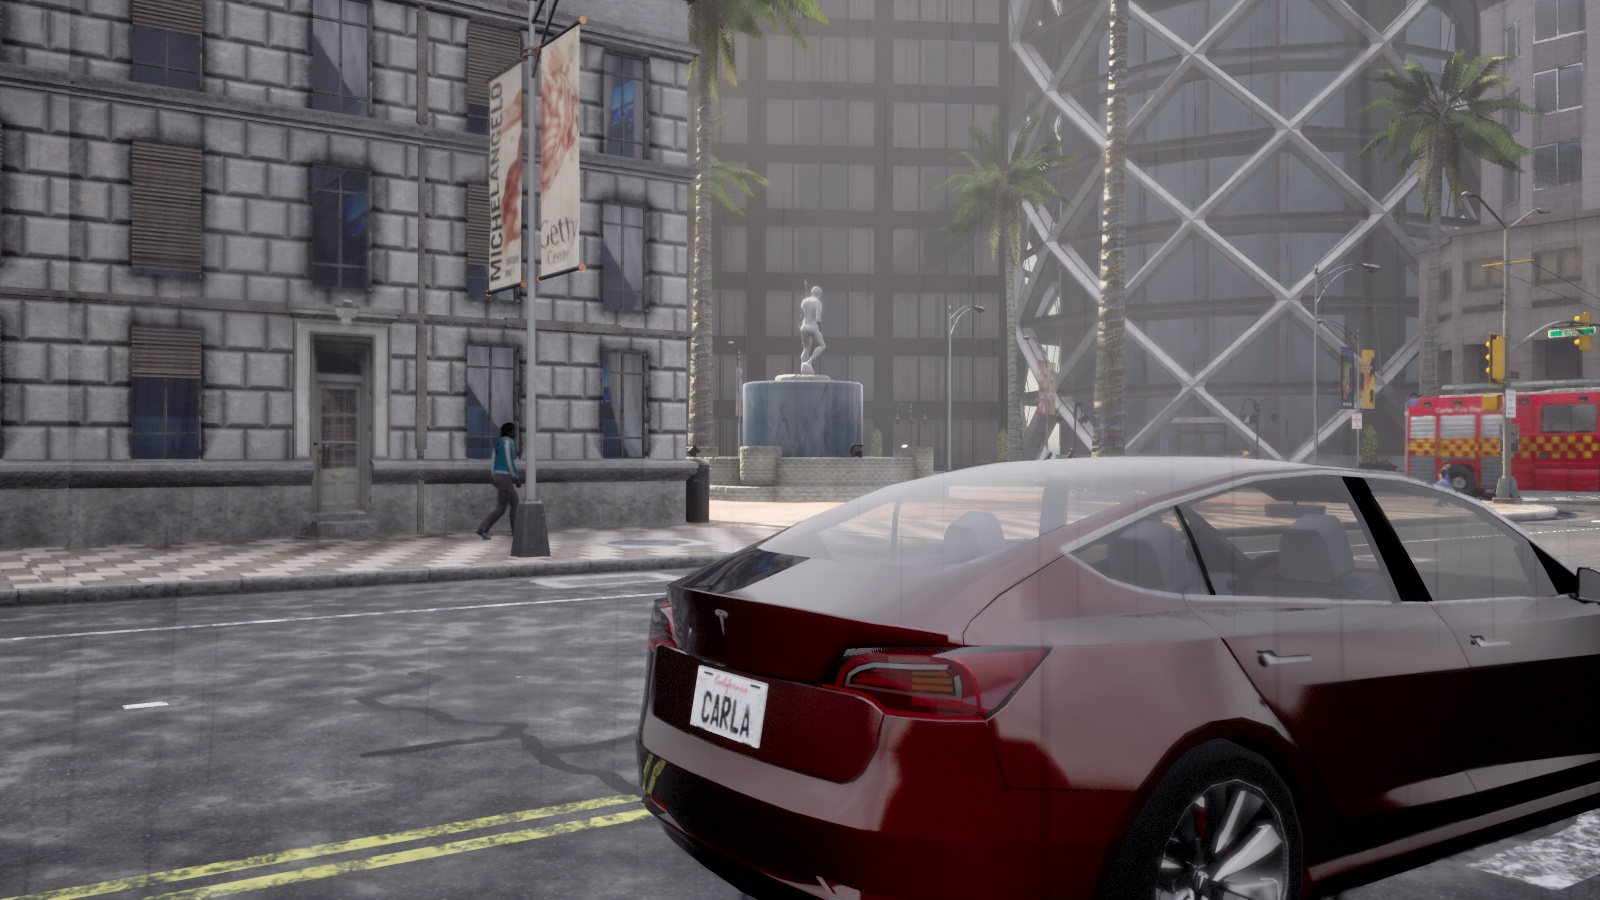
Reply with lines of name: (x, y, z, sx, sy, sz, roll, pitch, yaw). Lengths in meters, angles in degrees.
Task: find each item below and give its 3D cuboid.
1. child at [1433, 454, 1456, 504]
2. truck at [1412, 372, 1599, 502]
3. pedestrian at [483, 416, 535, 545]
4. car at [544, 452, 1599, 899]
child: (16.387, 0.725, 31.928, 0.270, 1.263, 0.437, 0, 0, -35)
truck: (23.873, -0.375, 38.926, 2.891, 3.827, 8.468, 0, 0, -34)
pedestrian: (-4.449, 0.458, 19.212, 0.692, 1.930, 0.396, 0, 0, -30)
car: (1.700, 0.753, 4.825, 4.792, 1.488, 2.163, 0, 0, -35)
